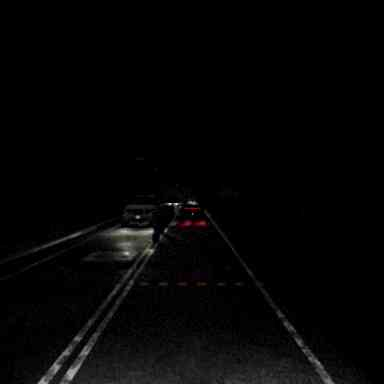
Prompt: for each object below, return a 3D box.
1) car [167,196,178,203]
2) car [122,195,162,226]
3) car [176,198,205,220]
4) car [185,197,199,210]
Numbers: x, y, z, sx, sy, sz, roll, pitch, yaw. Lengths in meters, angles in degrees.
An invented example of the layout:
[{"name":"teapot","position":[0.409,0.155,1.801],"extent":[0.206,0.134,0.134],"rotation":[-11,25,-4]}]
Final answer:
[{"name":"car","position":[-3.575,1.405,63.546],"extent":[1.994,1.385,4.181],"rotation":[0,0,0]},{"name":"car","position":[-3.378,1.211,23.489],"extent":[2.150,2.045,5.566],"rotation":[0,0,0]},{"name":"car","position":[0.051,1.468,27.899],"extent":[2.128,1.511,4.902],"rotation":[0,0,0]},{"name":"car","position":[-0.024,1.455,43.392],"extent":[1.812,1.442,4.674],"rotation":[0,0,0]}]
